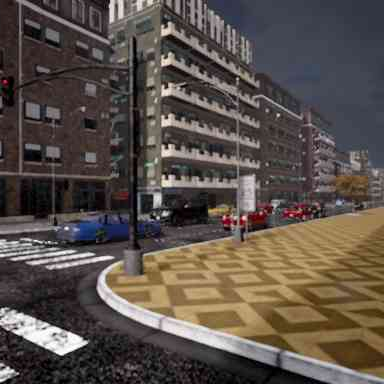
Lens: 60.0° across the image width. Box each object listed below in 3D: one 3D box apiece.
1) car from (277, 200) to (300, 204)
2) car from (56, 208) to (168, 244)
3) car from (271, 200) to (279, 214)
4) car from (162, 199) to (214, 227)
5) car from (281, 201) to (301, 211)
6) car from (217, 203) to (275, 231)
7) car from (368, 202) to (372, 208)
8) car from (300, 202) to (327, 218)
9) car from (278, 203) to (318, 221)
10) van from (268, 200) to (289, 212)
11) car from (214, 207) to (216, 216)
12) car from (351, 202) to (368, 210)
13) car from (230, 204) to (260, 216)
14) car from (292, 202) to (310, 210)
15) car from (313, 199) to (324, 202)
[{"bbox_3d":[12.975,2.200,45.606,1.837,1.490,4.892,0,-1,35],"label":"car"},{"bbox_3d":[-3.950,1.707,16.733,2.033,1.411,5.357,-1,-1,41],"label":"car"},{"bbox_3d":[9.883,2.231,45.773,1.887,1.381,4.507,-2,-2,35],"label":"car"},{"bbox_3d":[-0.836,1.542,25.990,2.150,2.045,5.566,0,-1,35],"label":"car"},{"bbox_3d":[16.363,2.302,55.032,1.967,1.590,4.097,-2,-2,35],"label":"car"},{"bbox_3d":[3.734,1.720,22.500,1.967,1.590,4.097,-2,-2,35],"label":"car"},{"bbox_3d":[36.138,2.710,68.774,2.008,1.369,4.403,-2,-2,35],"label":"car"},{"bbox_3d":[13.456,2.109,36.380,1.947,1.339,4.313,-2,-2,35],"label":"car"},{"bbox_3d":[10.215,2.000,31.753,1.887,1.381,4.507,-2,-2,35],"label":"car"},{"bbox_3d":[13.122,2.115,50.406,1.690,1.788,3.998,-2,-2,35],"label":"van"},{"bbox_3d":[0.065,1.945,31.751,1.752,1.417,4.829,-2,-2,35],"label":"car"},{"bbox_3d":[29.657,2.549,59.519,1.947,1.339,4.313,-2,-2,35],"label":"car"},{"bbox_3d":[6.643,2.164,41.145,1.947,1.339,4.313,-2,-2,35],"label":"car"},{"bbox_3d":[19.604,2.495,59.657,1.887,1.381,4.507,-2,-2,35],"label":"car"},{"bbox_3d":[26.083,2.442,68.918,2.192,1.841,5.009,-2,-2,35],"label":"car"}]
